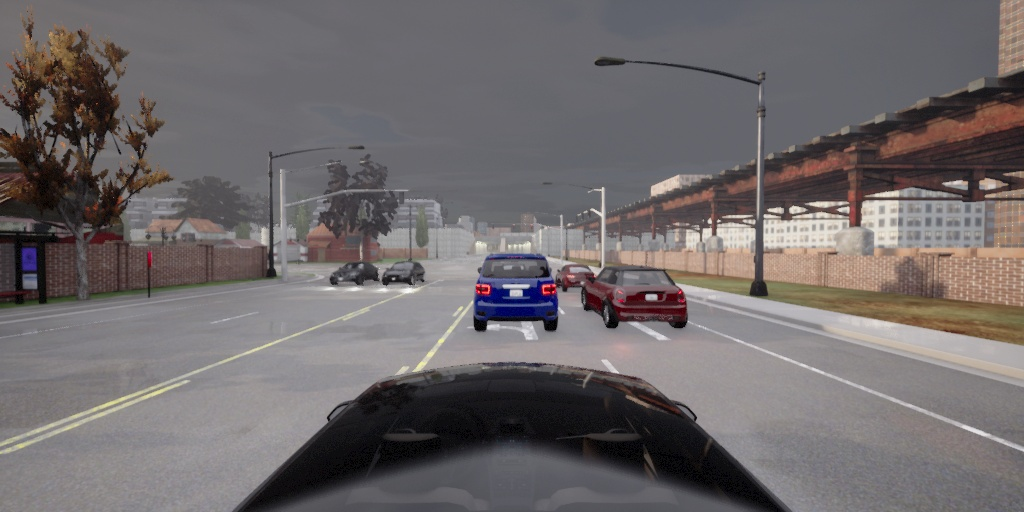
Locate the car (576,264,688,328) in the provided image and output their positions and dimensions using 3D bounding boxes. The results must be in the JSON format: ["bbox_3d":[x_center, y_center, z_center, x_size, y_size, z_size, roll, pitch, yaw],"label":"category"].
[{"bbox_3d":[3.589,1.067,11.350,2.097,1.767,4.553,0,0,0],"label":"car"}]

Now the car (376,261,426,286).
[{"bbox_3d":[-7.043,1.125,23.780,1.837,1.490,4.892,0,0,0],"label":"car"}]

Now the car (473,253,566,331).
[{"bbox_3d":[0.089,0.938,10.992,2.150,2.045,5.566,0,0,0],"label":"car"}]

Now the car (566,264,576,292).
[{"bbox_3d":[3.578,1.176,20.243,1.812,1.442,4.674,0,0,0],"label":"car"}]

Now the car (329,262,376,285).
[{"bbox_3d":[-10.538,1.138,24.396,1.812,1.442,4.674,0,0,0],"label":"car"}]
